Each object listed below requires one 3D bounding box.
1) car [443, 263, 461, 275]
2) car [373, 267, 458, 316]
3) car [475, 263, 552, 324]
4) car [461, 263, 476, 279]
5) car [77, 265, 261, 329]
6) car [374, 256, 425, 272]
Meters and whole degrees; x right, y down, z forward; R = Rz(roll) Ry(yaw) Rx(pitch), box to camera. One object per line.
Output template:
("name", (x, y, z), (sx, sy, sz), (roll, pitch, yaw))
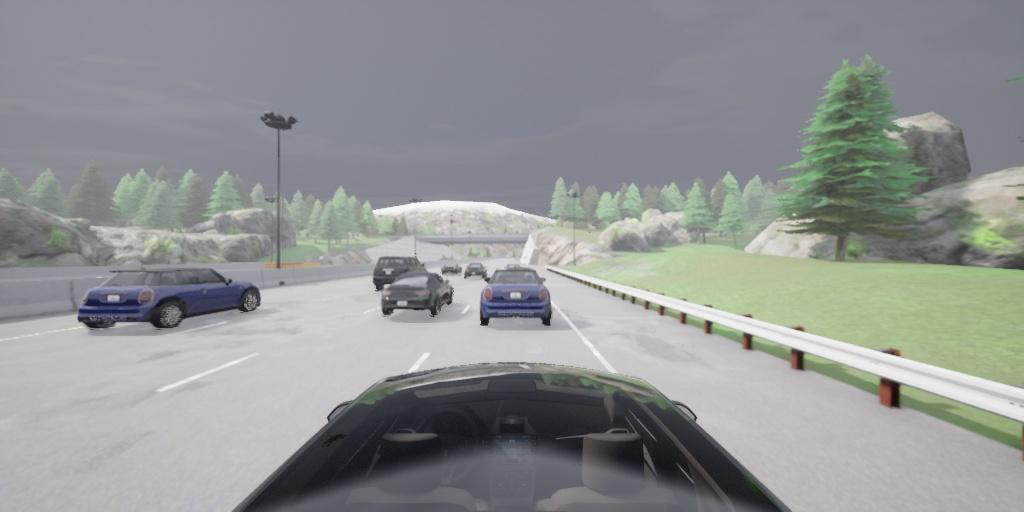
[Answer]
("car", (-6.886, 1.466, 41.422), (1.895, 1.301, 4.718), (0, 0, 0))
("car", (-3.396, 1.310, 13.403), (1.812, 1.442, 4.674), (0, 0, 0))
("car", (0.104, 1.132, 12.182), (2.097, 1.767, 4.553), (0, 0, 0))
("car", (-3.402, 1.370, 34.080), (1.812, 1.442, 4.674), (0, 0, 0))
("car", (-10.397, 1.130, 11.481), (2.097, 1.767, 4.553), (0, 0, 0))
("car", (-6.893, 1.032, 22.687), (2.150, 2.045, 5.566), (0, 0, 0))
